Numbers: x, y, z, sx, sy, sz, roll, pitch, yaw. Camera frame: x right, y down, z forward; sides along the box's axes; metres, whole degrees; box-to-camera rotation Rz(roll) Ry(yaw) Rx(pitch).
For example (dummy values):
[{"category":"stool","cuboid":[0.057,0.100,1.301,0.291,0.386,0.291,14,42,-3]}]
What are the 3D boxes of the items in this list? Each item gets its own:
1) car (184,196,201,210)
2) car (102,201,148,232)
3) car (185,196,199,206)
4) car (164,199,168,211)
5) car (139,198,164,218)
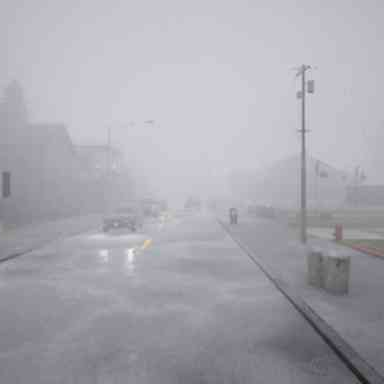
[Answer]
[{"category":"car","cuboid":[0.098,1.355,43.792,2.097,1.767,4.553,0,0,0]},{"category":"car","cuboid":[-4.100,1.506,20.417,1.837,1.490,4.892,0,0,0]},{"category":"car","cuboid":[-0.009,1.495,55.336,2.128,1.511,4.902,0,0,0]},{"category":"car","cuboid":[-4.061,1.480,40.532,1.882,1.535,5.008,0,0,0]},{"category":"car","cuboid":[-4.095,1.354,30.459,2.097,1.767,4.553,0,0,0]}]
